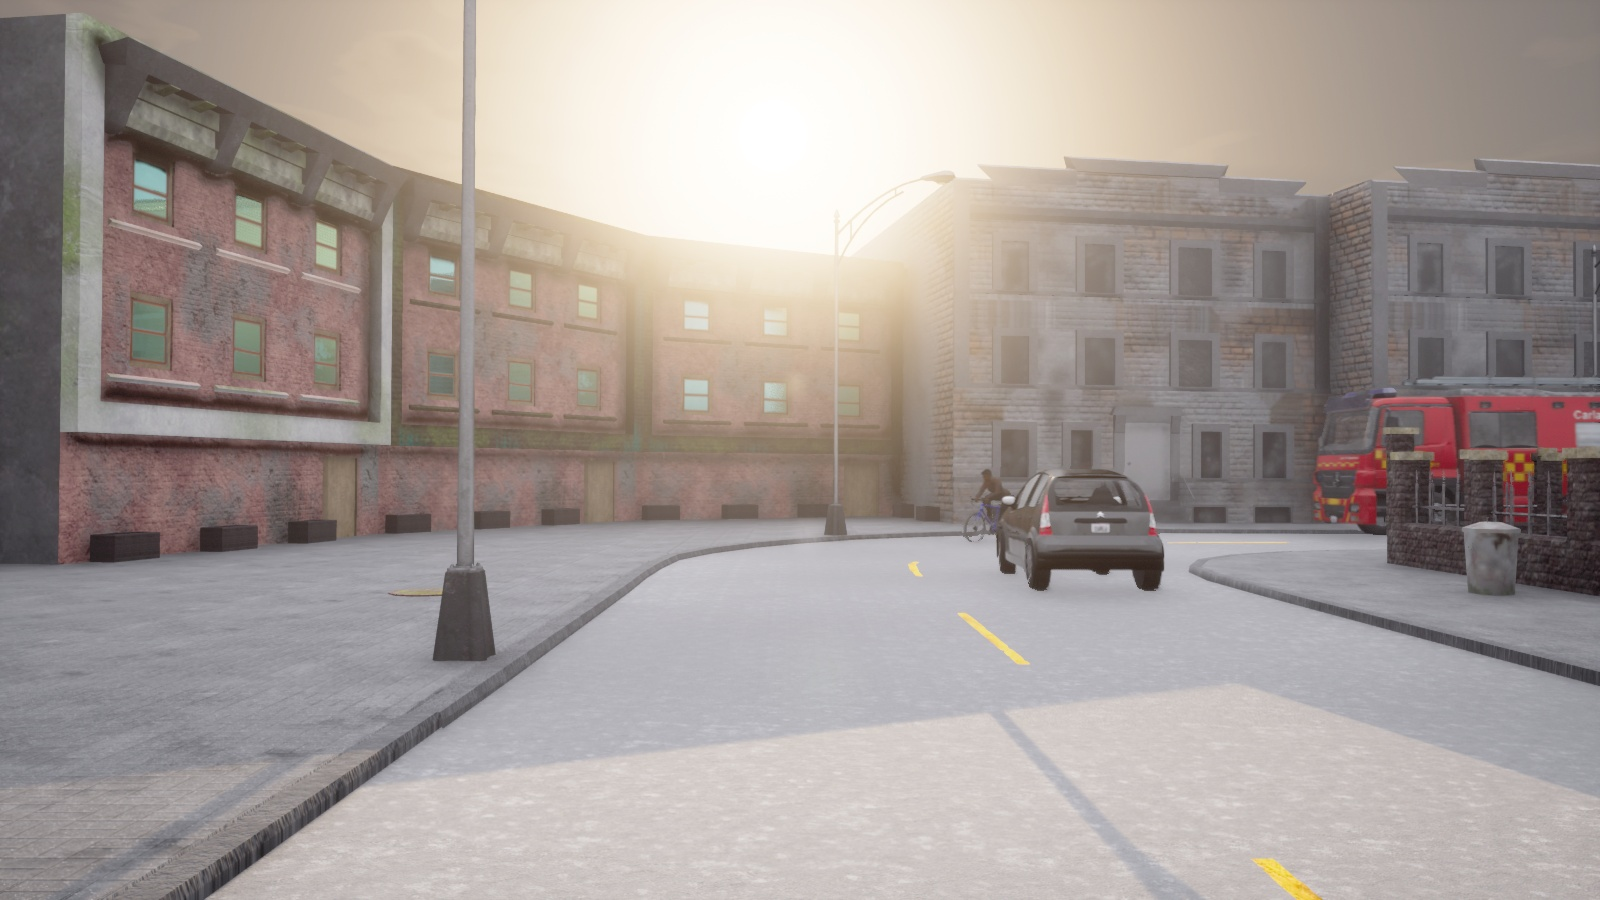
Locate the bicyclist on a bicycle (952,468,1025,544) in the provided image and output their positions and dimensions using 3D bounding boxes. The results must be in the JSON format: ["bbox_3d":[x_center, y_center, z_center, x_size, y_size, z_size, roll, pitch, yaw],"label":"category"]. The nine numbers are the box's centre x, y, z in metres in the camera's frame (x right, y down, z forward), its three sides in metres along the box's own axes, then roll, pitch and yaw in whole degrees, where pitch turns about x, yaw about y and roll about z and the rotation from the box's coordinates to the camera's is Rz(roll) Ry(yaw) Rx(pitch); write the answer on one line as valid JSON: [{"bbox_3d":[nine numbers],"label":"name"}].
[{"bbox_3d":[4.168,1.217,27.734,1.656,1.620,0.582,0,0,-37],"label":"bicyclist on a bicycle"}]

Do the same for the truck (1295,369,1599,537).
[{"bbox_3d":[16.731,0.089,30.198,8.468,3.827,2.891,0,-1,0],"label":"truck"}]

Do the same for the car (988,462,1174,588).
[{"bbox_3d":[3.928,1.003,18.216,1.851,1.617,3.988,0,-1,1],"label":"car"}]
